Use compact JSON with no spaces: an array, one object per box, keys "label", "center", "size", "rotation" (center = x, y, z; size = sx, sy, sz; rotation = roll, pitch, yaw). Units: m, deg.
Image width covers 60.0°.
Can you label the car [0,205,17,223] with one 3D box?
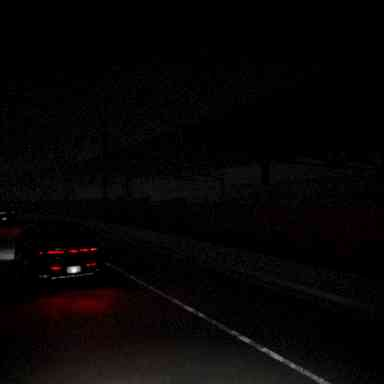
[{"label":"car","center":[-14.553,1.686,25.146],"size":[2.128,1.511,4.902],"rotation":[1,-1,-38]}]

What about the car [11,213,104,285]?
[{"label":"car","center":[-4.083,1.592,9.907],"size":[1.837,1.490,4.892],"rotation":[1,-1,-32]}]
